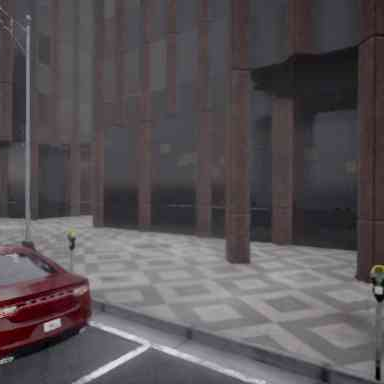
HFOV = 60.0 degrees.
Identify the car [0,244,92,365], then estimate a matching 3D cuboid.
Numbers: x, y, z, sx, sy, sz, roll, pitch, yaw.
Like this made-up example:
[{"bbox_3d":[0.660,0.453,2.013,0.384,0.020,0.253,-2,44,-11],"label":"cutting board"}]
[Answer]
[{"bbox_3d":[-3.582,1.552,5.511,4.507,1.381,1.887,0,0,35],"label":"car"}]
